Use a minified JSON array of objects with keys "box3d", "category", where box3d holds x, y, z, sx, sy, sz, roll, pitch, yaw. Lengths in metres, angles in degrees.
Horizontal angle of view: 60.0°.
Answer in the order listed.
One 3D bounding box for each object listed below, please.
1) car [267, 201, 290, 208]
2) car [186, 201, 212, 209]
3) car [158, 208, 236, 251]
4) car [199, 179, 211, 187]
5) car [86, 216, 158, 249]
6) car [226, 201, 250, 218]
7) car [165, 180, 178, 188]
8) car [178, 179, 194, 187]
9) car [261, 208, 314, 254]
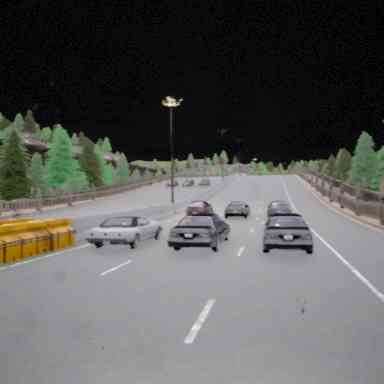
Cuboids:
[{"box3d":[7.458,1.437,28.654,1.994,1.385,4.181,-1,2,14],"category":"car"},{"box3d":[0.672,1.507,30.371,1.812,1.442,4.674,-1,2,14],"category":"car"},{"box3d":[0.470,1.643,14.588,2.033,1.411,5.357,-1,0,14],"category":"car"},{"box3d":[2.619,-1.922,68.681,1.837,1.490,4.892,-1,6,14],"category":"car"},{"box3d":[-2.899,1.752,15.536,1.895,1.301,4.718,-1,0,14],"category":"car"},{"box3d":[4.054,1.493,29.477,1.994,1.385,4.181,-1,2,14],"category":"car"},{"box3d":[-4.187,-1.786,70.310,1.812,1.442,4.674,-1,6,14],"category":"car"},{"box3d":[-0.784,-1.840,69.493,2.128,1.511,4.902,-1,6,14],"category":"car"},{"box3d":[3.869,1.587,13.753,2.033,1.411,5.357,-1,0,14],"category":"car"}]
